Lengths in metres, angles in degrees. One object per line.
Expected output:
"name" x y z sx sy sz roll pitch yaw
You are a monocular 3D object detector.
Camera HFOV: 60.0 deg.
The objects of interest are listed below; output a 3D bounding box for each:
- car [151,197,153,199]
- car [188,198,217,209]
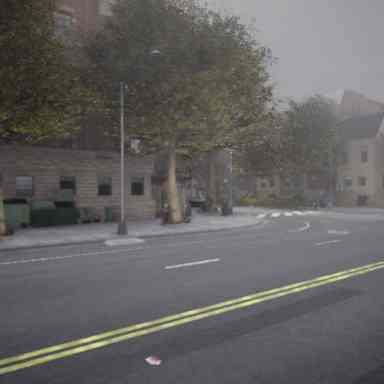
"car" -5.882 1.408 46.394 2.231 1.521 4.892 0 0 -35
"car" 1.255 1.480 42.429 1.994 1.385 4.181 0 0 -35
